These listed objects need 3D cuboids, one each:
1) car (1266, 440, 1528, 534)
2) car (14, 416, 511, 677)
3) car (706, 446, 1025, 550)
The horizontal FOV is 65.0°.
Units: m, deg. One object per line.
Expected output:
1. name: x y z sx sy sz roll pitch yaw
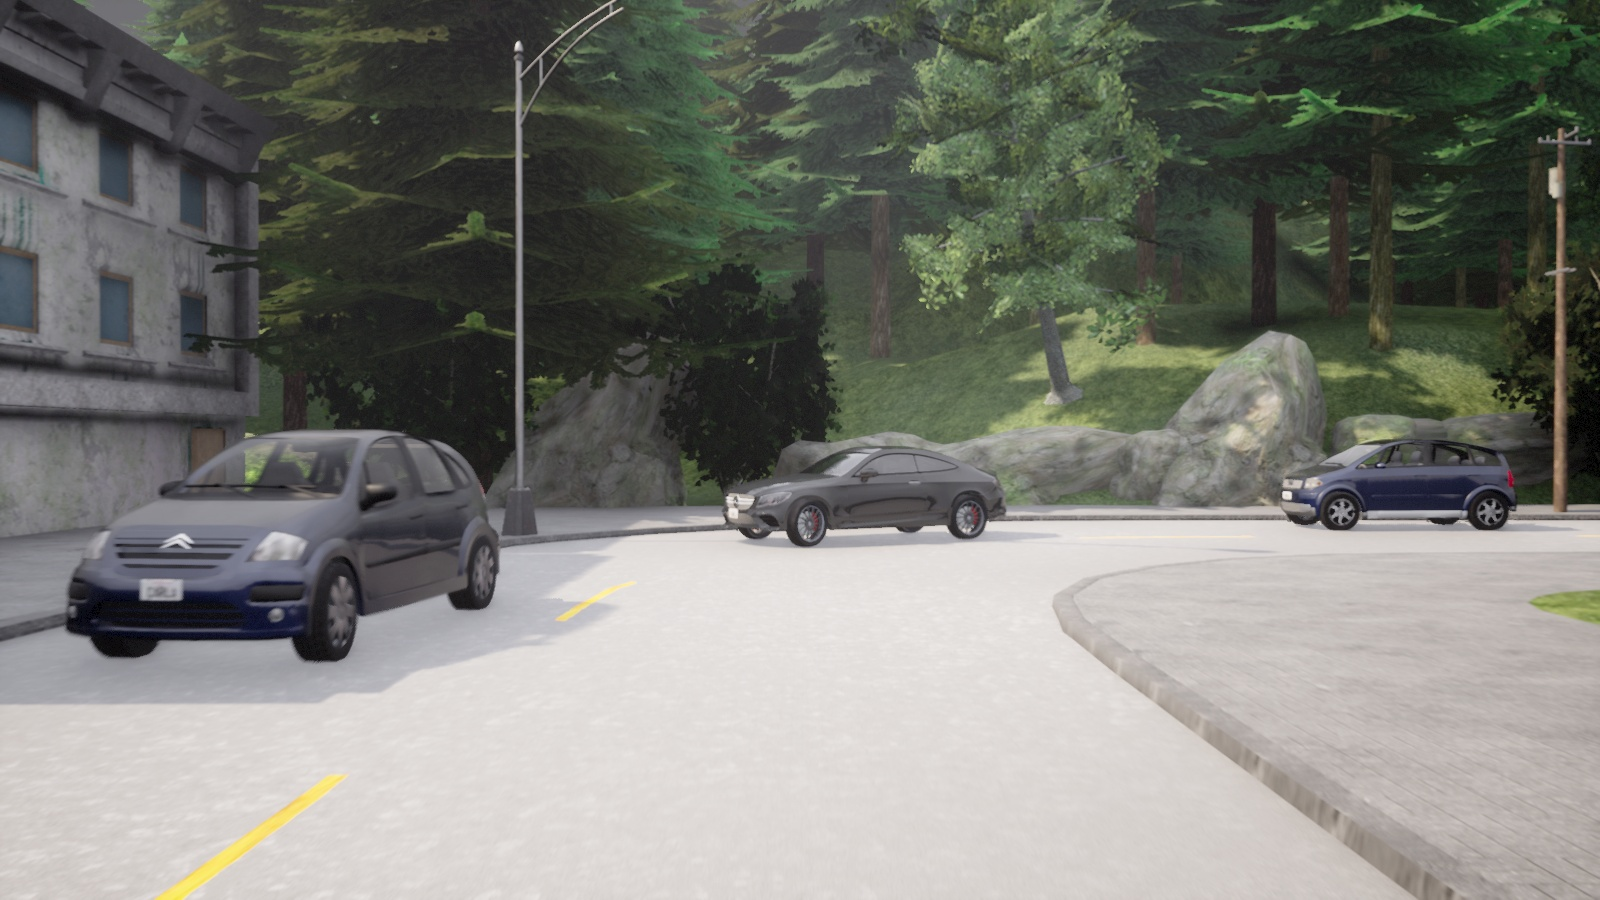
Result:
1. car: 10.265 0.607 21.783 3.705 1.549 1.789 0 0 0
2. car: -3.839 0.587 9.842 1.851 1.617 3.988 0 0 6
3. car: 1.060 0.666 19.418 4.674 1.442 1.812 0 0 -29
